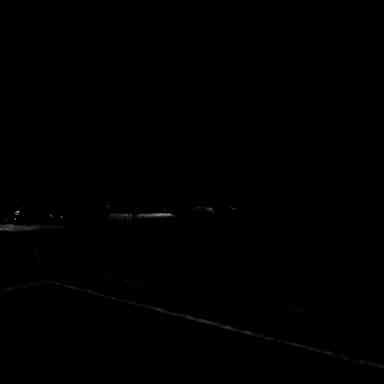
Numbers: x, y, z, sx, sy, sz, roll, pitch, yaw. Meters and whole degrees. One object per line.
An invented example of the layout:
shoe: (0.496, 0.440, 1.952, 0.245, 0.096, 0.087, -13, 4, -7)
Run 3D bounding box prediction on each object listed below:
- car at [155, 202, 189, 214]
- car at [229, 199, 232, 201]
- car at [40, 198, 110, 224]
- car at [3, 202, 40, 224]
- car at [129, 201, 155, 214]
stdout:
car: (-2.102, 1.865, 40.166, 1.994, 1.385, 4.181, -1, 0, 32)
car: (5.480, 1.840, 58.501, 1.882, 1.535, 5.008, -1, -1, 32)
car: (-9.565, 1.514, 28.400, 2.150, 2.045, 5.566, -1, -1, 32)
car: (-13.605, 1.685, 28.555, 2.097, 1.767, 4.553, -1, -1, 32)
car: (-5.731, 1.869, 40.979, 1.812, 1.442, 4.674, -1, 0, 32)
